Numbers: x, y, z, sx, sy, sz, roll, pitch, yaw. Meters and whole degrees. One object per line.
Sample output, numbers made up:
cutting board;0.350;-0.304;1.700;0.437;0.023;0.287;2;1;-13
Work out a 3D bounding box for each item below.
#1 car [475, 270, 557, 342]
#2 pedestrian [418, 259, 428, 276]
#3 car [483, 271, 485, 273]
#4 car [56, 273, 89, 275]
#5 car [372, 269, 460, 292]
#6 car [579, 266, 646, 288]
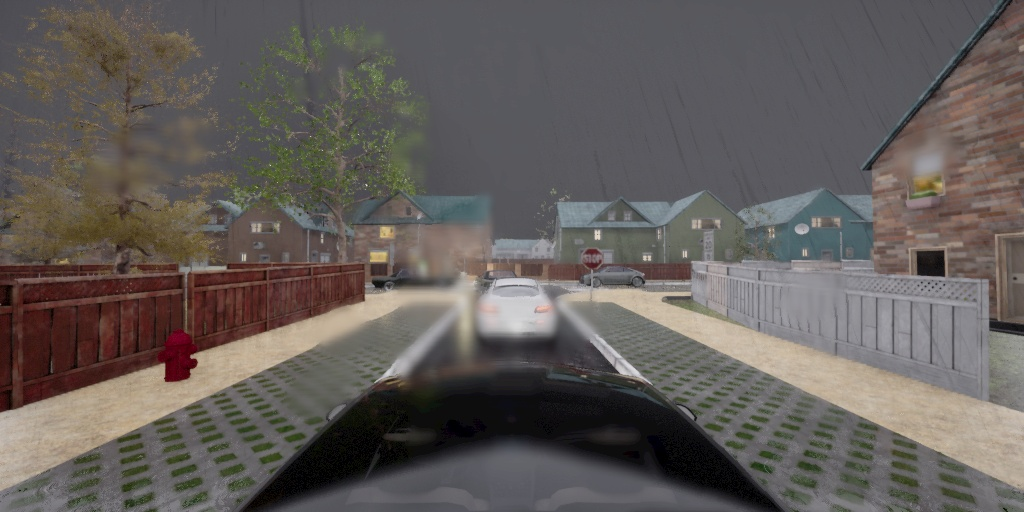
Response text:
car;0.108;1.279;9.660;1.812;1.442;4.674;0;0;0
pedestrian;-6.684;1.118;26.753;0.375;1.860;0.375;0;-1;1
car;-0.746;1.366;18.479;1.895;1.301;4.718;0;-1;-12
car;-25.594;1.632;21.150;4.718;1.301;1.895;-1;-1;1
car;-5.469;1.416;20.867;4.718;1.301;1.895;-1;-1;1
car;6.553;1.344;23.650;4.181;1.385;1.994;0;-1;1
